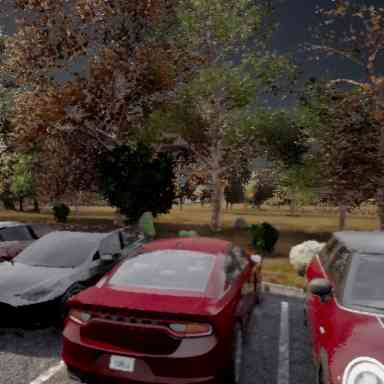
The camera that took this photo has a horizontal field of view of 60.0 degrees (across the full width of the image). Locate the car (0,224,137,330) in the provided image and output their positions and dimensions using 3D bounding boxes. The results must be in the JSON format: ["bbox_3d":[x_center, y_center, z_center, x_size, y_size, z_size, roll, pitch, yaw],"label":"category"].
[{"bbox_3d":[-2.357,1.518,7.207,2.163,1.488,4.792,1,-1,17],"label":"car"}]

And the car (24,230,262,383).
[{"bbox_3d":[0.034,1.488,5.487,2.097,1.535,5.008,0,-1,16],"label":"car"}]

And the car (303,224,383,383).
[{"bbox_3d":[2.455,1.363,3.791,2.185,1.767,4.553,1,-1,16],"label":"car"}]

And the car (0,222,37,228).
[{"bbox_3d":[-4.729,1.520,9.034,2.163,1.488,4.792,0,-1,17],"label":"car"}]
